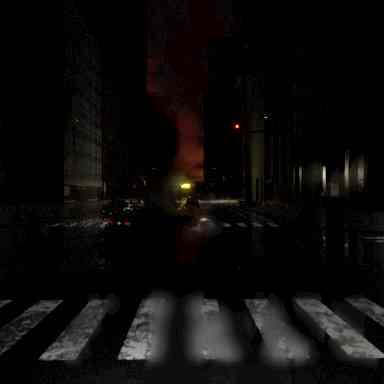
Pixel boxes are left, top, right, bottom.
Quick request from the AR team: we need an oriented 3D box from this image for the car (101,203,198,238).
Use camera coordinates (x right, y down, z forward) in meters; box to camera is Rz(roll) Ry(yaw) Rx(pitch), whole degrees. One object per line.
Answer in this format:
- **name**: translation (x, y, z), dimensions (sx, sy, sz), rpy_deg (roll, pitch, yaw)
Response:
- **car**: translation (-1.958, 1.548, 17.915), dimensions (2.033, 1.411, 5.357), rpy_deg (0, 0, 39)

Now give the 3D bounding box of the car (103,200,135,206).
- **car**: translation (-6.646, 1.507, 29.600), dimensions (1.837, 1.490, 4.892), rpy_deg (0, 0, 1)

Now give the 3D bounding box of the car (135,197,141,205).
- **car**: translation (-6.642, 1.604, 38.863), dimensions (1.895, 1.301, 4.718), rpy_deg (0, 0, 0)

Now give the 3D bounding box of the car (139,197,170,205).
- **car**: translation (-3.380, 1.480, 30.891), dimensions (1.882, 1.535, 5.008), rpy_deg (0, 0, 0)

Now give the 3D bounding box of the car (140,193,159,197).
- **car**: translation (-6.645, 1.226, 48.774), dimensions (2.150, 2.045, 5.566), rpy_deg (0, 0, 0)

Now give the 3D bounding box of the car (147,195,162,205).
- **car**: translation (-6.622, 1.359, 59.036), dimensions (2.097, 1.767, 4.553), rpy_deg (0, 0, -1)

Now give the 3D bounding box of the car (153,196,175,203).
- **car**: translation (-3.397, 1.529, 40.171), dimensions (1.812, 1.442, 4.674), rpy_deg (0, 0, 0)

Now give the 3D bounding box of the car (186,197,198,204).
- **car**: translation (0.029, 1.571, 58.185), dimensions (1.994, 1.385, 4.181), rpy_deg (0, 0, 0)
